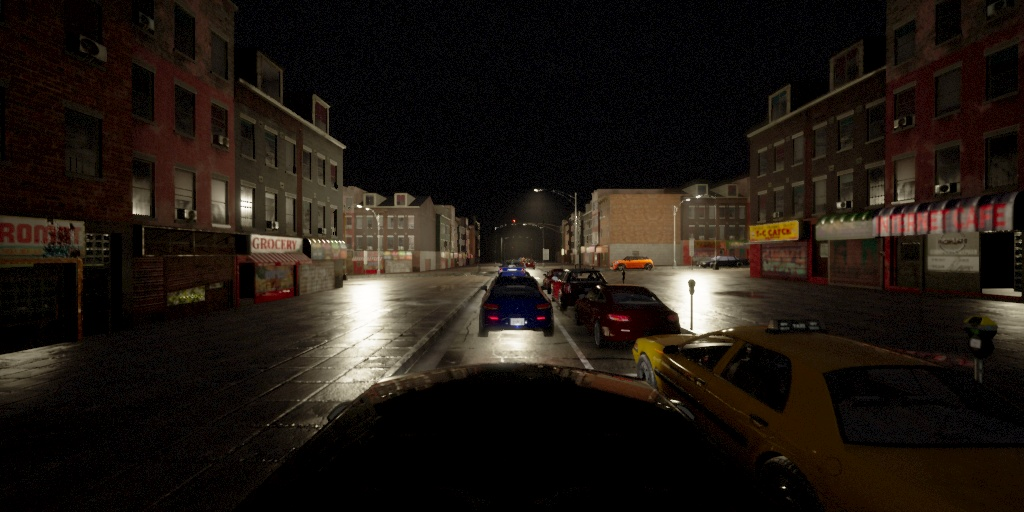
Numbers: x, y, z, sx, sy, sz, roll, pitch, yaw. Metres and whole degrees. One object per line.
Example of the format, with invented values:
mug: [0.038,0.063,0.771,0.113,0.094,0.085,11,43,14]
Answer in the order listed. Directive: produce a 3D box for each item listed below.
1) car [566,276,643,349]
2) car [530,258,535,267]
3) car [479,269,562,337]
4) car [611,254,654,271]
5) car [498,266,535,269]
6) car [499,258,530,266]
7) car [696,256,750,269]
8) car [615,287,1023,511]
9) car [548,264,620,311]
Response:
car: [2.644,1.333,8.881,1.802,1.307,4.207,0,0,0]
car: [2.679,1.307,57.154,1.967,1.591,4.097,0,0,0]
car: [0.079,1.277,10.161,1.812,1.442,4.674,0,0,-1]
car: [13.385,0.734,40.315,4.553,1.767,2.097,-1,0,0]
car: [0.117,1.357,17.579,1.895,1.301,4.718,0,0,0]
car: [0.007,1.124,27.478,2.097,1.767,4.553,0,0,0]
car: [23.736,0.661,40.327,5.357,1.411,2.033,-1,0,0]
car: [2.640,1.275,3.584,1.751,1.417,4.829,0,0,0]
car: [2.648,1.193,14.347,1.967,1.591,4.097,0,0,0]
